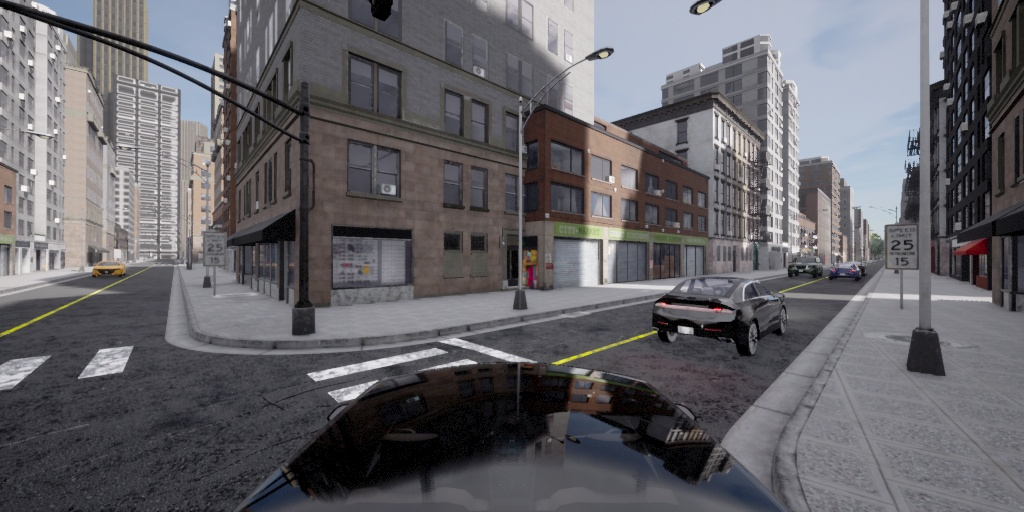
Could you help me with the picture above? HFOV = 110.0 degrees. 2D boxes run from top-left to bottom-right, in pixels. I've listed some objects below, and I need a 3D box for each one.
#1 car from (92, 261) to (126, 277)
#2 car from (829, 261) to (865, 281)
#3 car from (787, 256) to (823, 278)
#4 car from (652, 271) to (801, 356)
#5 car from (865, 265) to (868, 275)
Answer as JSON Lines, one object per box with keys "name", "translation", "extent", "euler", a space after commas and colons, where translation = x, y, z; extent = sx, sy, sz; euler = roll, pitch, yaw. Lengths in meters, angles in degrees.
{"name": "car", "translation": [-39.334, 1.211, 35.083], "extent": [1.882, 1.535, 5.008], "euler": [0, 0, -43]}
{"name": "car", "translation": [28.623, 1.328, 30.762], "extent": [4.674, 1.442, 1.812], "euler": [0, 0, -43]}
{"name": "car", "translation": [28.767, 1.031, 35.110], "extent": [5.566, 2.045, 2.150], "euler": [0, 0, -43]}
{"name": "car", "translation": [5.178, 1.248, 8.715], "extent": [4.902, 1.511, 2.128], "euler": [0, 0, -43]}
{"name": "car", "translation": [36.083, 1.302, 37.869], "extent": [5.008, 1.535, 1.882], "euler": [0, 0, -43]}
